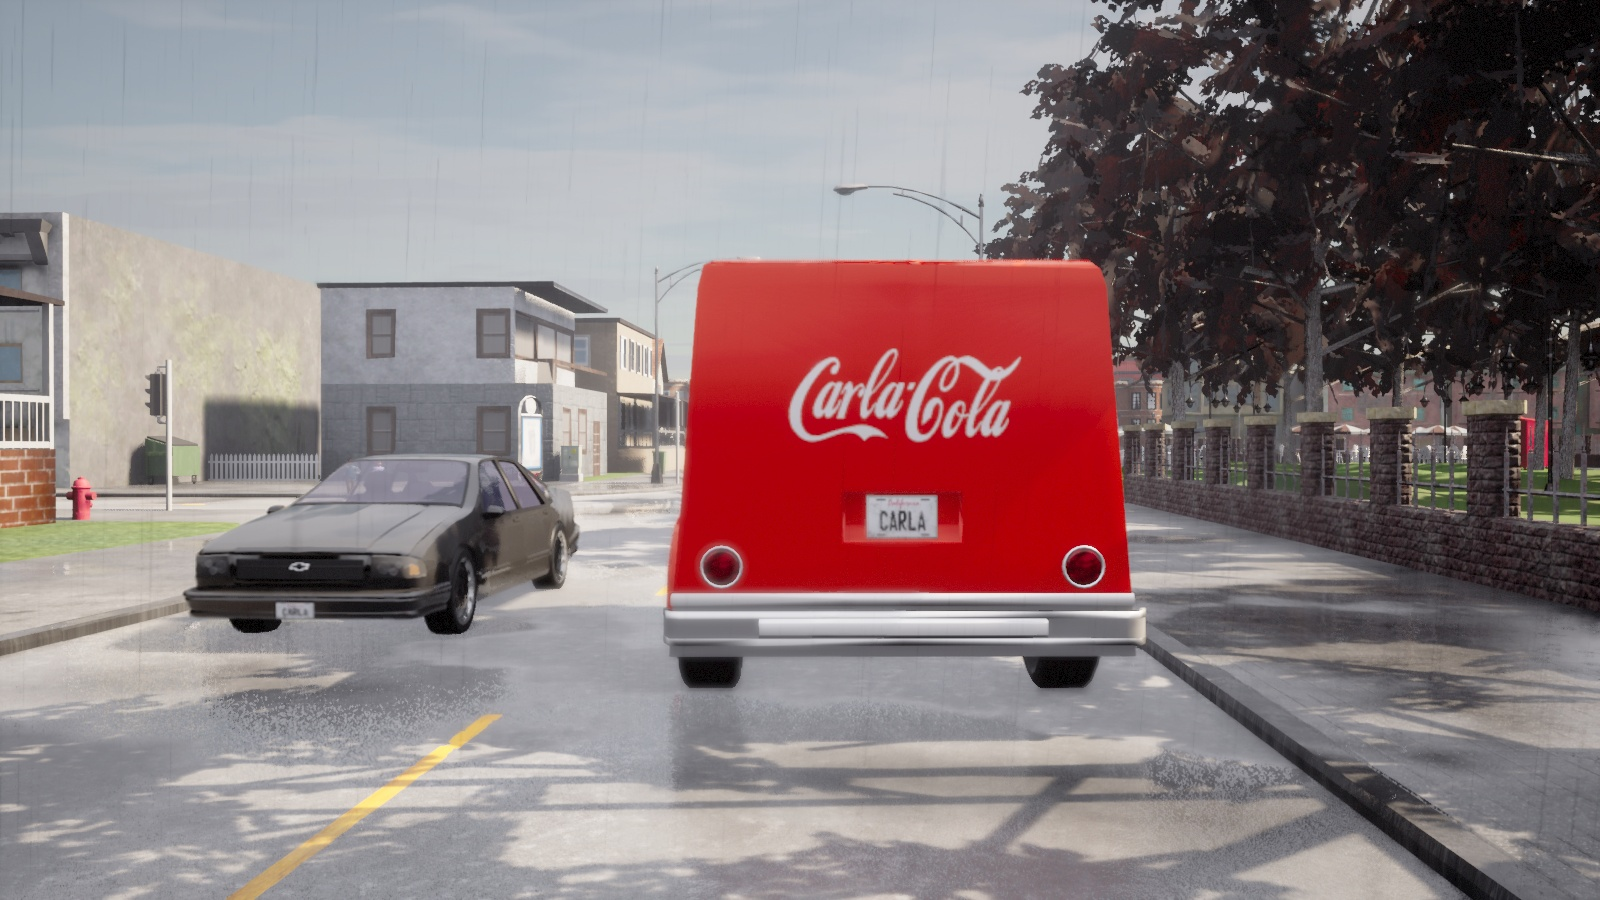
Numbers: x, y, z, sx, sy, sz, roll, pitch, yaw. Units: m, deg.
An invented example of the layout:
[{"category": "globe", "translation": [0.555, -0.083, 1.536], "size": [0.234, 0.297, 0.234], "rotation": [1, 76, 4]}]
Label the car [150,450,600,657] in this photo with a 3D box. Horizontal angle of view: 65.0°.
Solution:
[{"category": "car", "translation": [-3.426, 0.726, 11.517], "size": [2.033, 1.411, 5.357], "rotation": [0, 0, 3]}]

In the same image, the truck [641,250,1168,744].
[{"category": "truck", "translation": [0.520, 0.213, 8.878], "size": [2.627, 2.467, 5.204], "rotation": [0, 1, 0]}]
